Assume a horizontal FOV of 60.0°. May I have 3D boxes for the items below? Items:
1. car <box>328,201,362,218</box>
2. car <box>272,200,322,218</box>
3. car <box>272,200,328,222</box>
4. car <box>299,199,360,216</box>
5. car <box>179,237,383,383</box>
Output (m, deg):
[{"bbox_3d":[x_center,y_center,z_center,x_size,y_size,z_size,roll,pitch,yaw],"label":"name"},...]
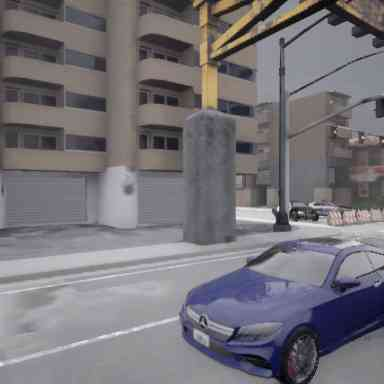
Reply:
[{"bbox_3d":[11.800,1.453,28.584,4.974,1.542,2.038,0,0,34],"label":"car"},{"bbox_3d":[8.215,1.295,26.485,1.853,1.218,4.536,0,0,-11],"label":"car"},{"bbox_3d":[8.225,1.453,26.434,2.038,1.542,4.974,0,0,-11],"label":"car"},{"bbox_3d":[11.757,1.295,28.613,4.536,1.218,1.853,0,0,34],"label":"car"},{"bbox_3d":[2.002,1.526,5.442,4.674,1.442,1.812,0,0,-36],"label":"car"}]
